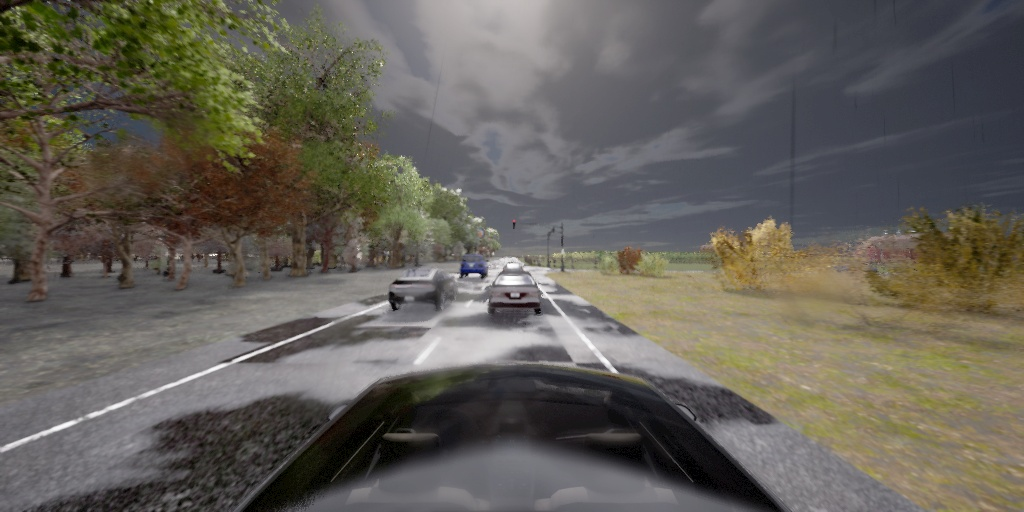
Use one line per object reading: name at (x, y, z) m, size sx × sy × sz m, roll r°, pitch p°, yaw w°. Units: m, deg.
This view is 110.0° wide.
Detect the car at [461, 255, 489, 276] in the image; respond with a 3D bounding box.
car at (-3.404, 0.928, 32.648) m, size 2.150 × 2.045 × 5.566 m, roll 0°, pitch 0°, yaw 0°

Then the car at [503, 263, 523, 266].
car at (0.100, 1.271, 31.583) m, size 1.994 × 1.385 × 4.181 m, roll 0°, pitch 0°, yaw 0°

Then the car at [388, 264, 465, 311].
car at (-3.405, 1.223, 14.375) m, size 2.128 × 1.511 × 4.902 m, roll 0°, pitch 0°, yaw 0°

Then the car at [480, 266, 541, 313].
car at (0.096, 1.282, 13.848) m, size 2.033 × 1.411 × 5.357 m, roll 0°, pitch 0°, yaw 0°
